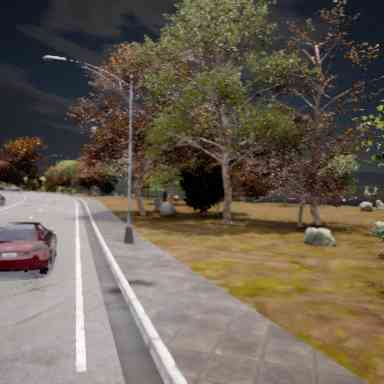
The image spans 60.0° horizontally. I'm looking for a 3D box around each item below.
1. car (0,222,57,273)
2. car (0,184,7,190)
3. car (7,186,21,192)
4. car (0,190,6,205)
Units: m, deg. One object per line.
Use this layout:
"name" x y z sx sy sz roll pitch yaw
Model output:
"car" -5.549 1.664 10.810 1.994 1.385 4.181 1 0 -19
"car" -47.372 -1.248 79.921 4.553 1.767 2.097 3 0 31
"car" -44.413 -0.866 82.133 4.718 1.301 1.895 3 0 31
"car" -22.137 0.846 37.066 2.033 1.411 5.357 1 1 -19
